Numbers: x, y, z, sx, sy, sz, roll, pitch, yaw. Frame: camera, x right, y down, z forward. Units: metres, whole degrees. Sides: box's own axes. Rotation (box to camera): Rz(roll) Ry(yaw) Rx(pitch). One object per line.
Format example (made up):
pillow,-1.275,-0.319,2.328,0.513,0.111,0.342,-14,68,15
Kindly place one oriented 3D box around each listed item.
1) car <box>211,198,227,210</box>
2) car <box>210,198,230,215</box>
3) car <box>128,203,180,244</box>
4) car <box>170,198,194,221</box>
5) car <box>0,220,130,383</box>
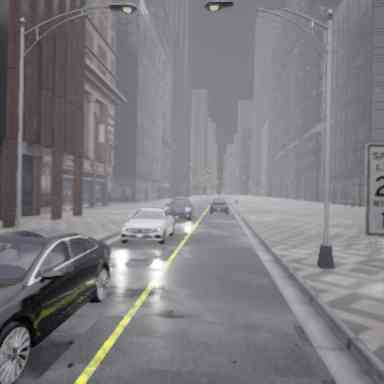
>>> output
car,3.726,1.541,45.670,2.033,1.411,5.357,1,0,5
car,2.857,1.490,34.725,2.128,1.511,4.902,1,0,5
car,-1.903,1.466,15.590,1.812,1.442,4.674,1,0,5
car,-0.953,1.293,26.792,2.097,1.767,4.553,1,0,4
car,-2.768,1.431,5.319,2.128,1.511,4.902,1,0,5
